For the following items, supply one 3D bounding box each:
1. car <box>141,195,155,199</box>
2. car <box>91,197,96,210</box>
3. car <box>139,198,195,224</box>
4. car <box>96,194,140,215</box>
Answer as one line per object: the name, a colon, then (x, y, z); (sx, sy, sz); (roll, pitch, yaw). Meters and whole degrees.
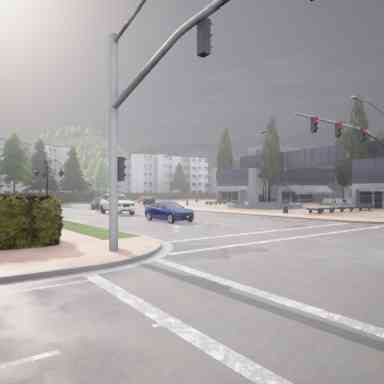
car: (-7.214, 1.477, 57.946); (1.882, 1.535, 5.008); (0, 0, 0)
car: (-11.915, 1.352, 42.940); (2.097, 1.767, 4.553); (0, 0, -17)
car: (-1.792, 1.478, 25.376); (1.882, 1.535, 5.008); (0, 0, -37)
car: (-7.601, 1.221, 33.554); (2.150, 2.045, 5.566); (0, 0, -32)
